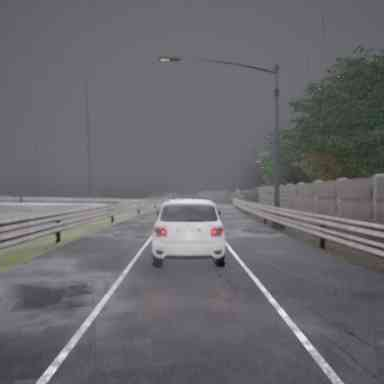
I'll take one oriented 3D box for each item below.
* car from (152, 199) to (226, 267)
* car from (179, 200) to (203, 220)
[{"bbox_3d":[-0.107,1.248,11.698,2.150,2.045,5.566,0,0,-1],"label":"car"},{"bbox_3d":[0.001,1.531,29.614,1.882,1.535,5.008,0,0,2],"label":"car"}]
